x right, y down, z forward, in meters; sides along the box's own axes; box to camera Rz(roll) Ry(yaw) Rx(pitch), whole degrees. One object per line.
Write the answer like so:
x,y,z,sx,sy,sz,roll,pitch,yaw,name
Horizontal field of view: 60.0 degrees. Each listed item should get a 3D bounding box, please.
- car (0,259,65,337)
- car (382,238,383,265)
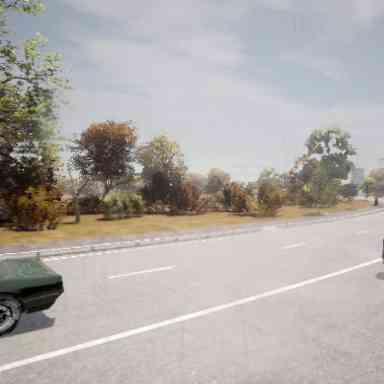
-4.612,1.619,5.072,4.718,1.301,1.895,0,0,-36,car
7.383,1.487,9.771,5.008,1.535,1.882,0,0,-40,car
